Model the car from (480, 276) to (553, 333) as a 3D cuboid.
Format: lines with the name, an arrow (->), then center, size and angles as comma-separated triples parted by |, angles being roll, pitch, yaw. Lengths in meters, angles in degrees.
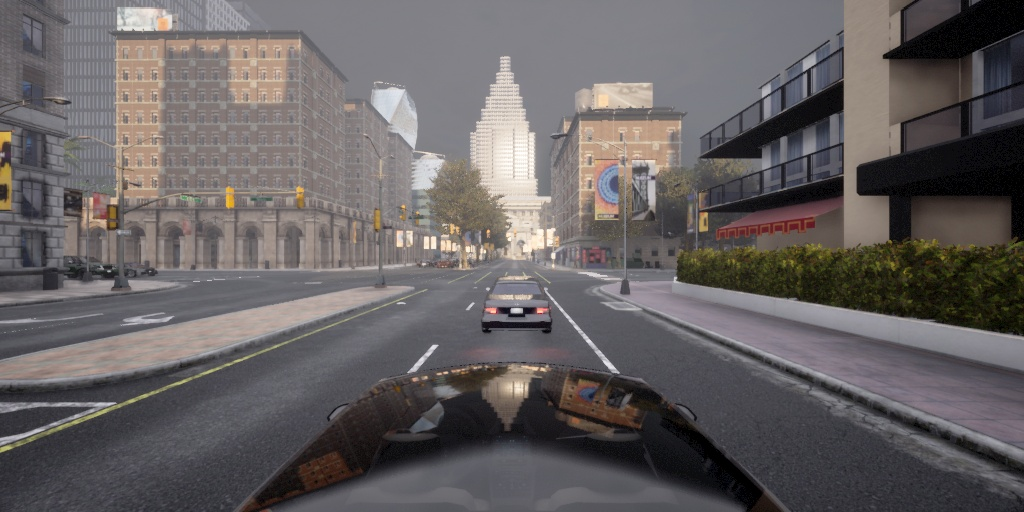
car -> 0.143, 1.297, 10.709 | 2.033, 1.411, 5.357 | 0, 0, 1

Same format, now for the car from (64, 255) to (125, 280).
car -> -37.615, 0.971, 31.029 | 5.566, 2.045, 2.150 | 0, 0, 0

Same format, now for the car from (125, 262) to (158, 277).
car -> -36.838, 1.314, 34.530 | 4.181, 1.385, 1.994 | 0, 0, 0

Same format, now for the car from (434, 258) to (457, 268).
car -> -11.065, 1.102, 59.635 | 2.097, 1.767, 4.553 | 0, 0, 1

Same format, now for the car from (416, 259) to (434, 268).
car -> -14.535, 1.242, 61.520 | 2.128, 1.511, 4.902 | 0, 0, 1
